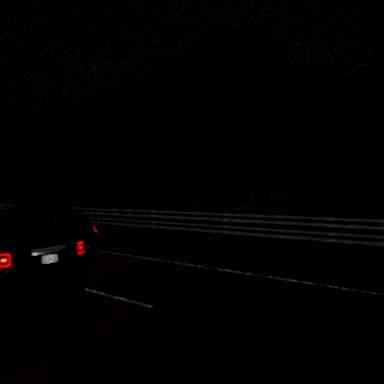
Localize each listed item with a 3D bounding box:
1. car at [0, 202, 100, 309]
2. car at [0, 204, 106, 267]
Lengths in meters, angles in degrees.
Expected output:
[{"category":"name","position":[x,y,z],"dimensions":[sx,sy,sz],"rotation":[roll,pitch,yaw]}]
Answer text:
[{"category":"car","position":[-4.614,1.240,7.225],"dimensions":[5.566,2.045,2.150],"rotation":[0,0,35]},{"category":"car","position":[-5.502,1.382,12.136],"dimensions":[4.553,1.767,2.097],"rotation":[0,0,35]}]
